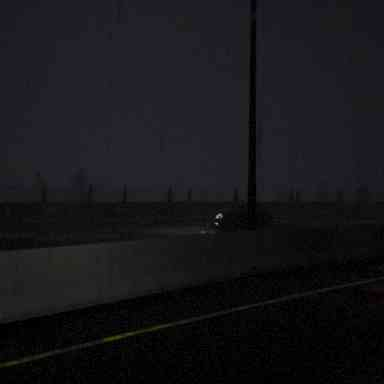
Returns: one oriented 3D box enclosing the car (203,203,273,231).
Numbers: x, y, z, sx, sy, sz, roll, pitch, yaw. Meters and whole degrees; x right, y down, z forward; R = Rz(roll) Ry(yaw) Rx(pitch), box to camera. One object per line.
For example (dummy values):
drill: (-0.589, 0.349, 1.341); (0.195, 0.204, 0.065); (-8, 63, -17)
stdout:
car: (3.006, 1.486, 21.652); (4.553, 1.767, 2.097); (1, 0, -26)
